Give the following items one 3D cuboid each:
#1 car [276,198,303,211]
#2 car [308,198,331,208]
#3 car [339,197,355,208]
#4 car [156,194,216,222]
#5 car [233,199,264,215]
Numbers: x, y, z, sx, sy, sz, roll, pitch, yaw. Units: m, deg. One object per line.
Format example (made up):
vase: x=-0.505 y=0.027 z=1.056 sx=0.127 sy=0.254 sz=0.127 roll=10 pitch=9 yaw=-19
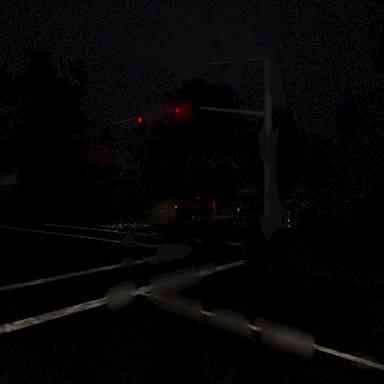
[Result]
car: x=12.245 y=1.526 z=41.512 sx=1.812 sy=1.442 sz=4.674 roll=0 pitch=0 yaw=41
car: x=18.870 y=1.601 z=49.126 sx=1.895 sy=1.301 sz=4.718 roll=0 pitch=0 yaw=41
car: x=22.625 y=1.491 z=47.847 sx=2.128 sy=1.511 sz=4.902 roll=0 pitch=0 yaw=41
car: x=-0.349 y=1.221 z=26.995 sx=2.150 sy=2.045 sz=5.566 roll=0 pitch=0 yaw=41
car: x=6.154 y=1.492 z=34.487 sx=2.128 sy=1.511 sz=4.902 roll=0 pitch=0 yaw=41
